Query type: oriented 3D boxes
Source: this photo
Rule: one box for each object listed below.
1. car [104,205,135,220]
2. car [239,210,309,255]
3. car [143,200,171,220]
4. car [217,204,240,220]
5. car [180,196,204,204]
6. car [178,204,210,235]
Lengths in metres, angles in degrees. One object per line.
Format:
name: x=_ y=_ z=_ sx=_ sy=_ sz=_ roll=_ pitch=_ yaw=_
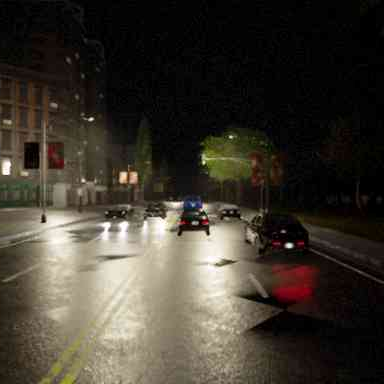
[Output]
car: x=-6.513 y=1.834 z=30.329 sx=1.895 sy=1.301 sz=4.718 roll=0 pitch=0 yaw=0
car: x=3.354 y=1.614 z=13.899 sx=1.837 sy=1.490 sz=4.892 roll=0 pitch=0 yaw=0
car: x=-3.262 y=1.741 z=30.456 sx=1.837 sy=1.490 sz=4.892 roll=0 pitch=-1 yaw=0
car: x=3.358 y=1.784 z=30.734 sx=2.033 sy=1.411 sz=5.357 roll=0 pitch=0 yaw=0
car: x=0.112 y=1.505 z=36.843 sx=2.150 sy=2.045 sz=5.566 roll=0 pitch=0 yaw=0
car: x=0.104 y=1.702 z=19.984 sx=2.033 sy=1.411 sz=5.357 roll=0 pitch=0 yaw=0
